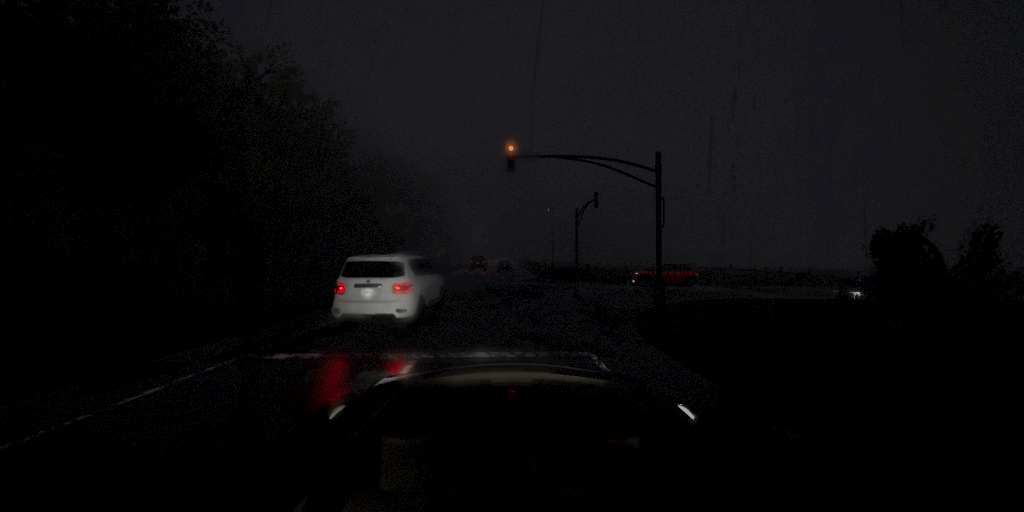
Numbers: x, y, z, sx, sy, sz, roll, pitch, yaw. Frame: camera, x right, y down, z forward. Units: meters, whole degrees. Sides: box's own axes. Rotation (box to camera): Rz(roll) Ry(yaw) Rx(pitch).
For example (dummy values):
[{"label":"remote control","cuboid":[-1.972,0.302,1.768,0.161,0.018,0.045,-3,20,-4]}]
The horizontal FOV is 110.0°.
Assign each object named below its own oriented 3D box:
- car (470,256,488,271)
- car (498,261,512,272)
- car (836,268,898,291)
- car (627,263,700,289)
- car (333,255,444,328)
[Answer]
[{"label":"car","cuboid":[-4.539,0.975,49.996,2.150,2.045,5.566,0,0,-1]},{"label":"car","cuboid":[-0.976,1.301,47.354,2.033,1.411,5.357,0,0,-1]},{"label":"car","cuboid":[25.157,1.563,24.593,5.008,1.535,1.882,1,-1,-1]},{"label":"car","cuboid":[10.353,1.283,24.810,4.553,1.767,2.097,0,-1,6]},{"label":"car","cuboid":[-3.635,0.975,11.570,2.150,2.045,5.566,0,0,-1]}]
